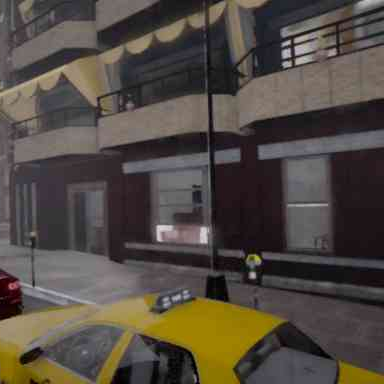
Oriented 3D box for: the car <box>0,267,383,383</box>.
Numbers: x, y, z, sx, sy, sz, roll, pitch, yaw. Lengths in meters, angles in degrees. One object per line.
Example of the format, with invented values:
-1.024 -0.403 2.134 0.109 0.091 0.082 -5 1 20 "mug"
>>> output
-0.382 1.548 3.021 4.829 1.417 1.752 -1 -2 36 "car"
